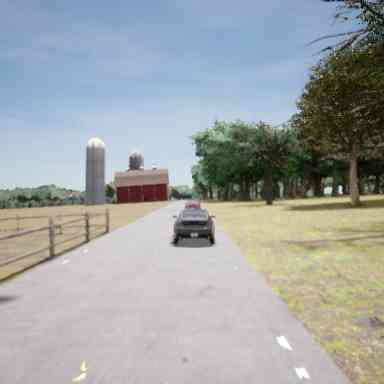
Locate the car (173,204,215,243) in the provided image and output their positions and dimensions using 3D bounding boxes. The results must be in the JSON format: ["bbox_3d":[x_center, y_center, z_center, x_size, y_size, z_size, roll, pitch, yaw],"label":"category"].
[{"bbox_3d":[0.098,1.567,16.427,1.837,1.490,4.892,0,0,0],"label":"car"}]

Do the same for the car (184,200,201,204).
[{"bbox_3d":[0.094,1.684,39.070,1.812,1.442,4.674,0,0,0],"label":"car"}]
